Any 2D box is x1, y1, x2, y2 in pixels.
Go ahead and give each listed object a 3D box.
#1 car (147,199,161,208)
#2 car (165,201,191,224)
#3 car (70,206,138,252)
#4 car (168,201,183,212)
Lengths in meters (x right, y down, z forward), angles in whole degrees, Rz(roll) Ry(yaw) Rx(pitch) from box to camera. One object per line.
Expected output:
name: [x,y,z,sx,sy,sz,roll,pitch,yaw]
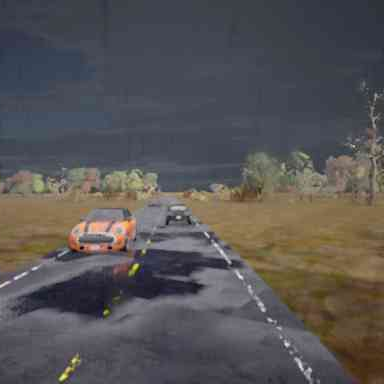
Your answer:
car: [-6.019,1.839,53.440,1.994,1.385,4.181,0,0,-3]
car: [-1.090,1.657,25.911,1.812,1.442,4.674,0,0,-4]
car: [-3.574,1.429,14.176,2.097,1.767,4.553,0,0,-3]
car: [-2.173,1.818,42.902,1.895,1.301,4.718,0,0,-4]
